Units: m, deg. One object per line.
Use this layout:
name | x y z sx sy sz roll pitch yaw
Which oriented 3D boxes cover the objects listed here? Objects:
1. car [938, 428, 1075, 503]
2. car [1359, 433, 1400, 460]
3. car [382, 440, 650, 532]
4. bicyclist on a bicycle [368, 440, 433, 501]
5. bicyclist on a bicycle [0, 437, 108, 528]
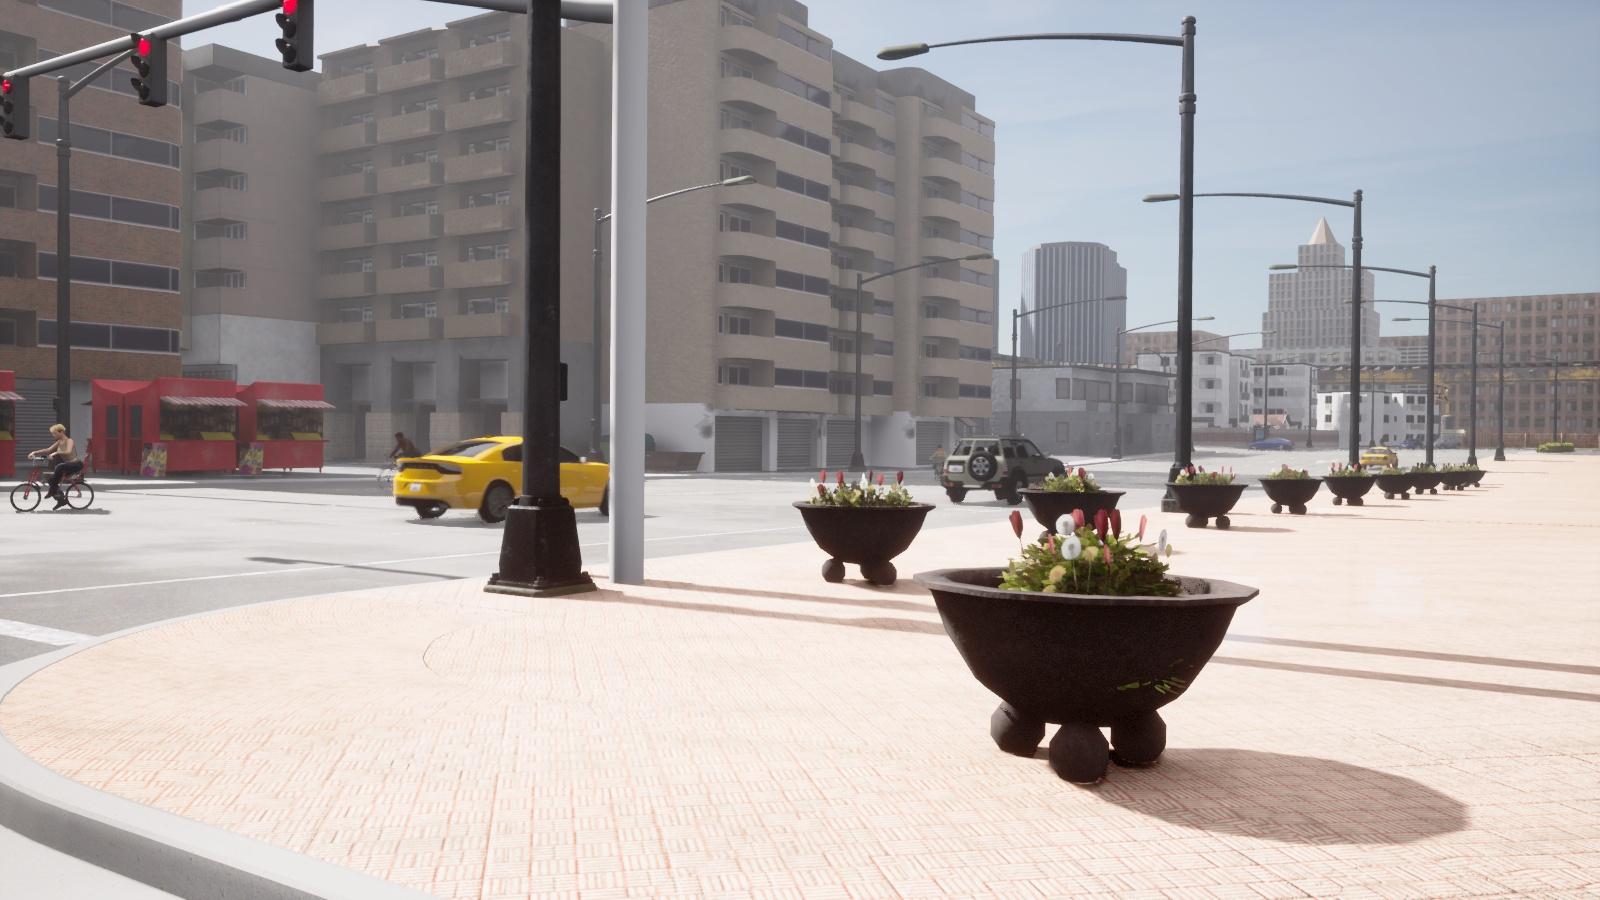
car | 5.618 0.388 33.695 1.932 1.855 4.605 0 0 33
car | 39.560 -0.263 85.659 1.801 1.575 5.366 0 2 33
car | -5.164 0.592 23.587 1.882 1.535 5.008 0 0 33
bicyclist on a bicycle | -10.805 0.541 34.034 0.582 1.620 1.656 0 1 35
bicyclist on a bicycle | -13.787 0.576 23.194 0.866 1.612 1.509 0 0 33
